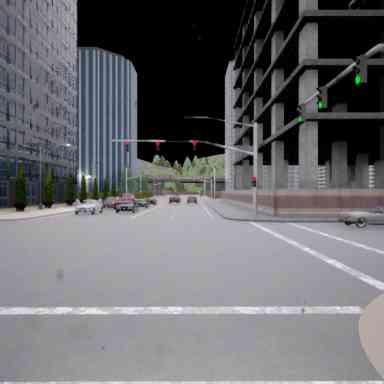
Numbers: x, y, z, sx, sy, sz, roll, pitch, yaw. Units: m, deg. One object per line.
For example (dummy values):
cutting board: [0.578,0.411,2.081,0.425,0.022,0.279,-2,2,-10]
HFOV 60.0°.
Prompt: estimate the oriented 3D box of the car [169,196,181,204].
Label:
car: [-3.476,1.505,64.570,1.837,1.490,4.892,0,0,0]

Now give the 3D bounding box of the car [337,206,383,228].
car: [11.888,1.545,21.239,4.718,1.301,1.895,0,0,0]

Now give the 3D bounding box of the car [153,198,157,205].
car: [-7.062,1.601,56.709,1.895,1.301,4.718,0,0,0]

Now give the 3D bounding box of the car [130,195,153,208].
car: [-7.082,1.564,46.669,1.994,1.385,4.181,0,0,0]

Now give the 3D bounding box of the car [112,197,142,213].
car: [-7.086,1.564,36.760,1.994,1.385,4.181,0,0,0]

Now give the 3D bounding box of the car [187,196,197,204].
car: [0.024,1.491,64.567,2.128,1.511,4.902,0,0,0]

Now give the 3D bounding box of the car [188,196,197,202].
car: [0.027,1.578,73.673,1.895,1.301,4.718,0,0,0]

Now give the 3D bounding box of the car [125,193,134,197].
car: [-10.576,1.221,53.792,2.150,2.045,5.566,0,0,0]

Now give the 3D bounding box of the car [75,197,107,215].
car: [-10.586,1.526,34.443,1.812,1.442,4.674,0,0,0]

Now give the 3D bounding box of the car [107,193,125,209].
car: [-10.583,1.352,43.376,2.097,1.767,4.553,0,0,0]

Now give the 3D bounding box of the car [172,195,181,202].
car: [-3.473,1.507,73.644,1.812,1.442,4.674,0,0,0]
